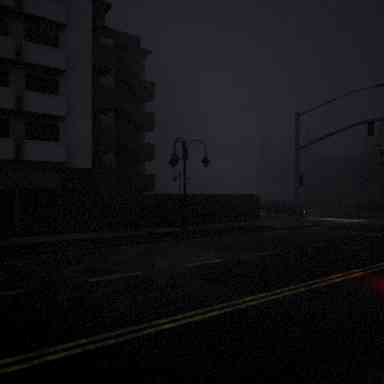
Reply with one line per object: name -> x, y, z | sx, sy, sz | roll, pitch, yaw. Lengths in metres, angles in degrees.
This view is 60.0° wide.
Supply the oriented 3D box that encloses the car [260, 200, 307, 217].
car -> 8.435, 1.492, 31.304 | 2.128, 1.511, 4.902 | 0, 0, -37
